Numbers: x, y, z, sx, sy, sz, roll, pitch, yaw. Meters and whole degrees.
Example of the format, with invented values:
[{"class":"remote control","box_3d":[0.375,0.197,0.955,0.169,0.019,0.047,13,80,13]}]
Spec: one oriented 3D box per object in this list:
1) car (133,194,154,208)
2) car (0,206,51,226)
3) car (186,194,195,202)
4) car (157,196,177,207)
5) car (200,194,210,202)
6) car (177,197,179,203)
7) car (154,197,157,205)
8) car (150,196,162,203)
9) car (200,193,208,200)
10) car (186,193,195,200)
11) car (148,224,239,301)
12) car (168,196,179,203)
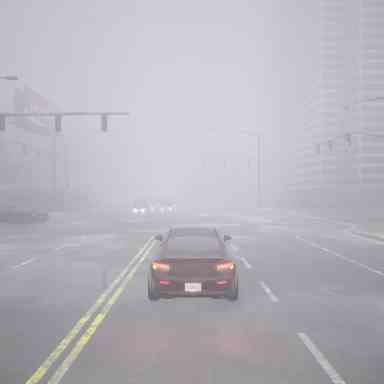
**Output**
[{"class":"car","box_3d":[-7.310,1.491,48.450,2.128,1.511,4.902,0,0,0]},{"class":"car","box_3d":[-12.298,1.601,23.109,4.718,1.301,1.895,0,0,14]},{"class":"car","box_3d":[-0.347,1.584,78.388,1.895,1.301,4.718,0,0,0]},{"class":"car","box_3d":[-3.819,1.564,51.059,1.994,1.385,4.181,0,0,0]},{"class":"car","box_3d":[3.154,1.515,78.021,2.128,1.511,4.902,0,0,0]},{"class":"car","box_3d":[-3.839,1.526,59.836,1.812,1.442,4.674,0,0,0]},{"class":"car","box_3d":[-7.338,1.601,57.721,1.895,1.301,4.718,0,0,0]},{"class":"car","box_3d":[-7.310,1.601,68.021,1.895,1.301,4.718,0,0,0]},{"class":"car","box_3d":[3.108,1.184,88.309,2.097,1.767,4.553,0,0,0]},{"class":"car","box_3d":[-0.392,1.184,88.293,2.097,1.767,4.553,0,0,0]},{"class":"car","box_3d":[0.028,1.526,8.212,1.812,1.442,4.674,0,0,0]},{"class":"car","box_3d":[-3.809,1.553,69.846,1.994,1.385,4.181,0,0,0]}]
